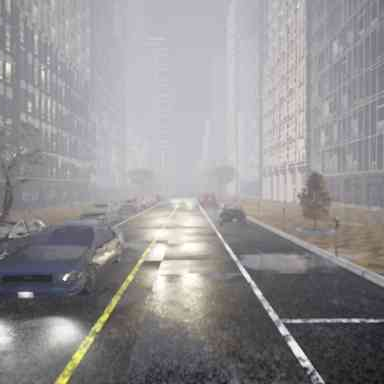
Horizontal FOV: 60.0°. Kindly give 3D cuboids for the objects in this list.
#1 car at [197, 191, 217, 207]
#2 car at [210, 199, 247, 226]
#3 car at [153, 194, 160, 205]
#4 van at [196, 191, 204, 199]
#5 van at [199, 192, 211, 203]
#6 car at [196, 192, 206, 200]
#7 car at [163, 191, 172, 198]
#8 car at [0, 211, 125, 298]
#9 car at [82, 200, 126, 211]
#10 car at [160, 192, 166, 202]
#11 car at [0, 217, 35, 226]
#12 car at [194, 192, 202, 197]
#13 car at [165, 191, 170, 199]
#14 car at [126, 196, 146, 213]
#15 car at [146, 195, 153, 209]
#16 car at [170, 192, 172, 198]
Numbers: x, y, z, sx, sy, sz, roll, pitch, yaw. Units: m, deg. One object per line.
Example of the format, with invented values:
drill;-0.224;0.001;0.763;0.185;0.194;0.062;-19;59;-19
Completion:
car;2.235;0.971;44.360;2.192;1.841;5.009;-1;0;-1
car;2.471;1.381;21.629;2.008;1.369;4.403;-1;0;-1
car;-6.199;1.152;49.789;1.752;1.417;4.829;-1;0;-1
van;1.885;0.732;78.459;1.690;1.788;3.998;-1;0;-1
van;2.119;0.909;55.727;1.690;1.788;3.998;-1;0;-1
car;1.944;0.876;72.777;1.967;1.590;4.097;-1;0;-1
car;-6.612;0.630;89.740;2.192;1.841;5.009;-1;0;-1
car;-3.079;1.484;8.775;2.033;1.411;5.357;0;0;-1
car;-5.909;1.394;21.543;2.008;1.369;4.403;-1;0;-1
car;-6.318;1.103;61.326;1.947;1.339;4.313;-1;0;-1
car;-5.792;1.481;10.177;2.008;1.369;4.403;-1;0;-1
car;1.712;0.807;95.511;2.008;1.369;4.403;-1;0;-1
car;-6.434;1.000;72.692;2.008;1.369;4.403;-1;0;-1
car;-6.025;1.338;32.910;1.802;1.307;4.206;-1;0;-1
car;-6.085;1.153;38.592;1.967;1.590;4.097;-1;0;-1
car;-6.552;0.800;84.058;1.967;1.590;4.097;-1;0;-1
